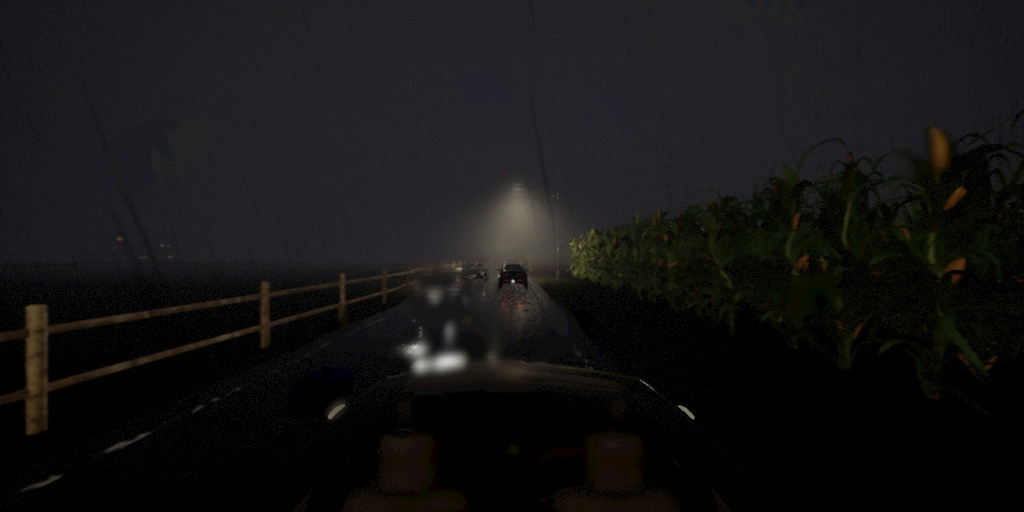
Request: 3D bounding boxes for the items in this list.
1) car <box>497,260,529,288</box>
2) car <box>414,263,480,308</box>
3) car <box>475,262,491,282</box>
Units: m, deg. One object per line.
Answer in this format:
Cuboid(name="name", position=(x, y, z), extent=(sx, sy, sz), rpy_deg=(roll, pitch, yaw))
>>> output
Cuboid(name="car", position=(0.078, 1.261, 24.094), extent=(1.837, 1.490, 4.892), rpy_deg=(0, 1, 0))
Cuboid(name="car", position=(-2.791, 1.246, 15.464), extent=(2.128, 1.511, 4.902), rpy_deg=(0, 0, 1))
Cuboid(name="car", position=(-2.792, 1.261, 28.952), extent=(1.837, 1.490, 4.892), rpy_deg=(0, 0, 1))
